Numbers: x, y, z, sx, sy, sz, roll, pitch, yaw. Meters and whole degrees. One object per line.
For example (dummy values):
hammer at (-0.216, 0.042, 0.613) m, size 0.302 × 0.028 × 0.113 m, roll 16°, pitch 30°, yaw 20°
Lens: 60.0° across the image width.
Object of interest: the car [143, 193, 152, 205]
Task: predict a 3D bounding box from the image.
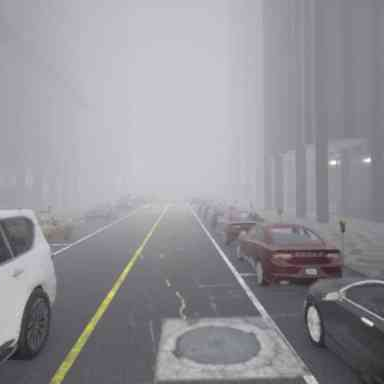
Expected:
car at (-8.071, 1.322, 53.633) m, size 1.947 × 1.339 × 4.313 m, roll 0°, pitch 0°, yaw -2°

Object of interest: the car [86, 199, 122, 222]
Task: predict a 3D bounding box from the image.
car at (-6.880, 1.498, 25.536) m, size 1.802 × 1.307 × 4.206 m, roll 0°, pitch 0°, yaw -2°

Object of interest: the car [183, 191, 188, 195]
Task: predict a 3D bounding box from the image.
car at (-0.268, 1.138, 70.859) m, size 2.008 × 1.369 × 4.403 m, roll 0°, pitch 0°, yaw -2°

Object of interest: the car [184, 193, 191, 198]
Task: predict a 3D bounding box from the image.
car at (-1.228, 0.976, 93.506) m, size 1.752 × 1.417 × 4.829 m, roll 0°, pitch 0°, yaw -2°

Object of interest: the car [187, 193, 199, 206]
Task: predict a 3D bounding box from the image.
car at (0.685, 1.265, 48.381) m, size 1.887 × 1.381 × 4.507 m, roll 0°, pitch 0°, yaw -2°

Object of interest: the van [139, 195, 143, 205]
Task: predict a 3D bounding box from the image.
van at (-7.594, 1.162, 42.393) m, size 1.690 × 1.788 × 3.998 m, roll 0°, pitch 0°, yaw -2°

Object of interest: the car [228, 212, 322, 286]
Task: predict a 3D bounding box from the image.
car at (2.351, 1.479, 9.044) m, size 1.887 × 1.381 × 4.507 m, roll 0°, pitch 0°, yaw -2°

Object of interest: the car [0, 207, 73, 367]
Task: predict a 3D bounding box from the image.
car at (-3.076, 1.230, 2.941) m, size 2.150 × 2.045 × 5.566 m, roll 0°, pitch 0°, yaw -2°

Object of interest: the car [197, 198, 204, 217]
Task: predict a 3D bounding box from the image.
car at (1.637, 1.392, 25.902) m, size 1.887 × 1.381 × 4.507 m, roll 0°, pitch 0°, yaw -2°

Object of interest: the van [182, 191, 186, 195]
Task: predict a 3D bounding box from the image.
van at (-0.982, 0.827, 87.716) m, size 1.690 × 1.788 × 3.998 m, roll 0°, pitch 0°, yaw -2°

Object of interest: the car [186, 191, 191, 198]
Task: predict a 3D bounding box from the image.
car at (0.447, 1.127, 54.000) m, size 1.967 × 1.590 × 4.097 m, roll 0°, pitch 0°, yaw -2°

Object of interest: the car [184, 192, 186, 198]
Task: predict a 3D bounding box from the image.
car at (-0.030, 1.166, 65.239) m, size 1.887 × 1.381 × 4.507 m, roll 0°, pitch 0°, yaw -2°

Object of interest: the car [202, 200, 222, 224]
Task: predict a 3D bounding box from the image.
car at (1.876, 1.422, 20.283) m, size 1.887 × 1.381 × 4.507 m, roll 0°, pitch 0°, yaw -2°

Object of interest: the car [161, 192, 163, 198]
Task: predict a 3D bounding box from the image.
car at (-9.738, 1.102, 92.967) m, size 1.802 × 1.307 × 4.206 m, roll 0°, pitch 0°, yaw -2°

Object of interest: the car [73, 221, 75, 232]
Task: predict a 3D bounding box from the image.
car at (-6.397, 1.501, 14.127) m, size 1.752 × 1.417 × 4.829 m, roll 0°, pitch 0°, yaw -2°

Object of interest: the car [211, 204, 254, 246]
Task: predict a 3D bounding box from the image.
car at (2.113, 1.451, 14.662) m, size 1.887 × 1.381 × 4.507 m, roll 0°, pitch 0°, yaw -2°

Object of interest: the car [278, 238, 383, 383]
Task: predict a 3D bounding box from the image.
car at (2.589, 1.512, 3.424) m, size 2.008 × 1.369 × 4.403 m, roll 0°, pitch 0°, yaw -2°

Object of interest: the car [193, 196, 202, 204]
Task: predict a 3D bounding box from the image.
car at (1.399, 1.382, 31.523) m, size 1.947 × 1.339 × 4.313 m, roll 0°, pitch 0°, yaw -2°

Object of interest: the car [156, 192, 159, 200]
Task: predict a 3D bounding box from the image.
car at (-8.784, 0.971, 70.489) m, size 2.192 × 1.841 × 5.009 m, roll 0°, pitch 0°, yaw -2°

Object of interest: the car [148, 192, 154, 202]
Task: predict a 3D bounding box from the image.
car at (-8.309, 1.163, 59.251) m, size 1.967 × 1.590 × 4.097 m, roll 0°, pitch 0°, yaw -2°

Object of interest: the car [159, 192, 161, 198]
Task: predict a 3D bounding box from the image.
car at (-9.261, 1.028, 81.728) m, size 1.967 × 1.590 × 4.097 m, roll 0°, pitch 0°, yaw -2°

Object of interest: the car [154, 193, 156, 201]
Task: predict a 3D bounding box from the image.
car at (-8.540, 1.216, 64.701) m, size 1.752 × 1.417 × 4.829 m, roll 0°, pitch 0°, yaw -2°

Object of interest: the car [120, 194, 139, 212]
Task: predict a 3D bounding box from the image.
car at (-7.356, 1.293, 36.774) m, size 1.967 × 1.590 × 4.097 m, roll 0°, pitch 0°, yaw -2°
